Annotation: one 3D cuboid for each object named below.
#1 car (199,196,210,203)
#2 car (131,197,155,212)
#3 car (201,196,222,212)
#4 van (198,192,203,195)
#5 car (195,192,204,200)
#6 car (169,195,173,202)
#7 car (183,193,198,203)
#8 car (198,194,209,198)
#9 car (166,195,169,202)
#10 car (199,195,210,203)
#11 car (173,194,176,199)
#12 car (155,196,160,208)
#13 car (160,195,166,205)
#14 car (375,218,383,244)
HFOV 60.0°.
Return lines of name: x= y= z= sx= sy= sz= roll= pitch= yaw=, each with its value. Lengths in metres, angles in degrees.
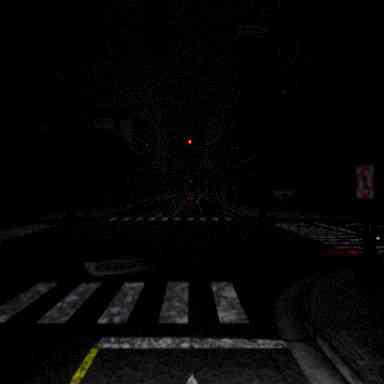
car: x=2.362 y=1.440 z=65.028 sx=2.008 sy=1.369 sz=4.403 roll=0 pitch=0 yaw=0
car: x=-5.692 y=1.361 z=37.482 sx=1.967 sy=1.590 sz=4.097 roll=0 pitch=0 yaw=0
car: x=2.333 y=1.486 z=37.473 sx=1.947 sy=1.339 sz=4.313 roll=0 pitch=0 yaw=0
van: x=2.356 y=1.234 z=59.516 sx=1.690 sy=1.788 sz=3.998 roll=0 pitch=0 yaw=0
car: x=2.023 y=1.109 z=91.472 sx=2.150 sy=2.045 sz=5.566 roll=0 pitch=0 yaw=0
car: x=-5.657 y=1.327 z=70.547 sx=1.967 sy=1.590 sz=4.097 roll=0 pitch=0 yaw=0
car: x=-0.275 y=1.394 z=64.622 sx=1.837 sy=1.490 sz=4.892 roll=0 pitch=0 yaw=0
car: x=2.350 y=1.464 z=54.006 sx=1.947 sy=1.339 sz=4.313 roll=0 pitch=0 yaw=0
car: x=-5.669 y=1.444 z=59.525 sx=2.008 sy=1.369 sz=4.403 roll=0 pitch=0 yaw=0
car: x=2.344 y=1.486 z=48.496 sx=1.802 sy=1.307 sz=4.206 roll=0 pitch=0 yaw=0
car: x=-5.645 y=1.435 z=81.568 sx=2.008 sy=1.369 sz=4.403 roll=0 pitch=0 yaw=0
car: x=-5.686 y=1.352 z=42.993 sx=1.967 sy=1.590 sz=4.097 roll=0 pitch=0 yaw=0
car: x=-5.675 y=1.480 z=54.015 sx=1.802 sy=1.307 sz=4.206 roll=0 pitch=0 yaw=0
car: x=9.164 y=1.415 z=12.185 sx=4.892 sy=1.490 sz=1.837 roll=0 pitch=-2 yaw=-3
